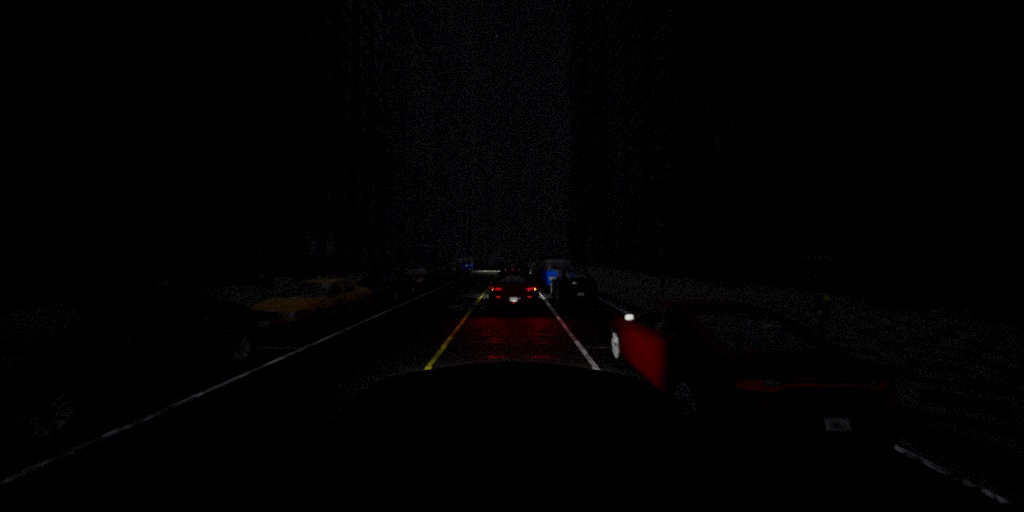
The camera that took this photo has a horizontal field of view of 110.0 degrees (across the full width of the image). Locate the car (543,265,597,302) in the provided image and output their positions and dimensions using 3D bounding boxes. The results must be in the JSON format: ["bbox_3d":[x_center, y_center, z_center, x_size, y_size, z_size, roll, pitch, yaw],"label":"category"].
[{"bbox_3d":[2.761,1.290,16.543,2.007,1.370,4.403,0,0,0],"label":"car"}]

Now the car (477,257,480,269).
[{"bbox_3d":[-5.768,1.052,55.980,2.192,1.841,5.009,0,0,0],"label":"car"}]

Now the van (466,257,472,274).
[{"bbox_3d":[-5.767,1.075,39.072,1.690,1.789,3.998,0,0,0],"label":"van"}]

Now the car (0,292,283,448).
[{"bbox_3d":[-5.763,1.313,5.253,1.948,1.339,4.313,0,0,0],"label":"car"}]

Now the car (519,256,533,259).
[{"bbox_3d":[2.756,1.054,61.632,2.192,1.841,5.009,0,0,0],"label":"car"}]

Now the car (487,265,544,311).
[{"bbox_3d":[0.073,1.266,14.211,1.812,1.442,4.674,0,0,0],"label":"car"}]

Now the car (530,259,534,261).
[{"bbox_3d":[2.758,1.285,39.088,2.007,1.370,4.403,0,0,0],"label":"car"}]

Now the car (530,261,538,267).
[{"bbox_3d":[2.759,1.286,27.816,2.007,1.370,4.403,0,0,0],"label":"car"}]

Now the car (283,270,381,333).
[{"bbox_3d":[-5.764,1.268,10.719,1.751,1.417,4.829,0,0,0],"label":"car"}]

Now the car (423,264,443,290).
[{"bbox_3d":[-5.765,1.319,22.162,1.802,1.307,4.207,0,0,0],"label":"car"}]

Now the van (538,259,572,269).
[{"bbox_3d":[2.760,1.078,22.180,1.690,1.789,3.998,0,0,0],"label":"van"}]

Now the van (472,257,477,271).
[{"bbox_3d":[-5.767,1.075,44.708,1.690,1.789,3.998,0,0,0],"label":"van"}]

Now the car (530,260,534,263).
[{"bbox_3d":[2.759,1.316,33.452,1.802,1.307,4.207,0,0,0],"label":"car"}]

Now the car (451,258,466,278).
[{"bbox_3d":[-5.766,1.174,33.435,1.967,1.591,4.097,0,0,0],"label":"car"}]

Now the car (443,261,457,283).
[{"bbox_3d":[-5.766,1.301,27.799,1.948,1.339,4.313,0,0,0],"label":"car"}]

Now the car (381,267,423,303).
[{"bbox_3d":[-5.764,1.305,16.525,1.948,1.339,4.313,0,0,0],"label":"car"}]

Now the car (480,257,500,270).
[{"bbox_3d":[-3.084,1.213,51.189,1.882,1.535,5.008,0,0,0],"label":"car"}]

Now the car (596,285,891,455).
[{"bbox_3d":[2.762,1.292,5.271,1.888,1.381,4.507,0,0,0],"label":"car"}]

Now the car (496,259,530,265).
[{"bbox_3d":[0.069,1.227,28.759,2.128,1.511,4.902,0,0,0],"label":"car"}]
